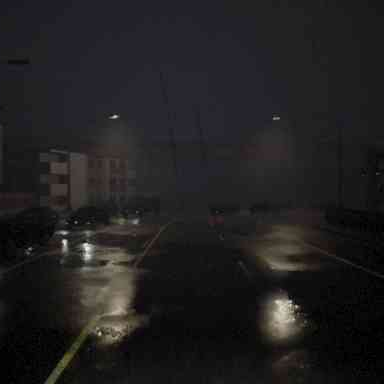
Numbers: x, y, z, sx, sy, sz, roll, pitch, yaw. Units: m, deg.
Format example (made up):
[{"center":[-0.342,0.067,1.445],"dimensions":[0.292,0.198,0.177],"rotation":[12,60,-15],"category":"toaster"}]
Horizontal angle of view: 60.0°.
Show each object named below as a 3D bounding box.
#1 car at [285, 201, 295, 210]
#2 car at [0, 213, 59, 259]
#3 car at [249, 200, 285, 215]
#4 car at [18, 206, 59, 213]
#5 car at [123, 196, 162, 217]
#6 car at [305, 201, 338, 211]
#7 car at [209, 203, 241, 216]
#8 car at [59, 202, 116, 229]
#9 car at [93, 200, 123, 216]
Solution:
[{"center":[11.795,1.790,44.518],"dimensions":[4.181,1.385,1.994],"rotation":[0,0,-30],"category":"car"},{"center":[-7.297,1.733,13.301],"dimensions":[1.895,1.301,4.718],"rotation":[0,0,0],"category":"car"},{"center":[8.125,1.674,36.837],"dimensions":[1.882,1.535,5.008],"rotation":[-1,0,39],"category":"car"},{"center":[-10.704,1.741,22.853],"dimensions":[1.812,1.442,4.674],"rotation":[0,0,2],"category":"car"},{"center":[-5.135,1.478,34.510],"dimensions":[2.150,2.045,5.566],"rotation":[0,0,22],"category":"car"},{"center":[17.218,1.787,43.375],"dimensions":[4.718,1.301,1.895],"rotation":[0,0,-20],"category":"car"},{"center":[3.712,1.821,36.363],"dimensions":[1.895,1.301,4.718],"rotation":[-1,0,31],"category":"car"},{"center":[-7.160,1.703,23.408],"dimensions":[1.837,1.490,4.892],"rotation":[0,0,4],"category":"car"},{"center":[-9.204,1.626,33.031],"dimensions":[2.097,1.767,4.553],"rotation":[0,0,18],"category":"car"}]
